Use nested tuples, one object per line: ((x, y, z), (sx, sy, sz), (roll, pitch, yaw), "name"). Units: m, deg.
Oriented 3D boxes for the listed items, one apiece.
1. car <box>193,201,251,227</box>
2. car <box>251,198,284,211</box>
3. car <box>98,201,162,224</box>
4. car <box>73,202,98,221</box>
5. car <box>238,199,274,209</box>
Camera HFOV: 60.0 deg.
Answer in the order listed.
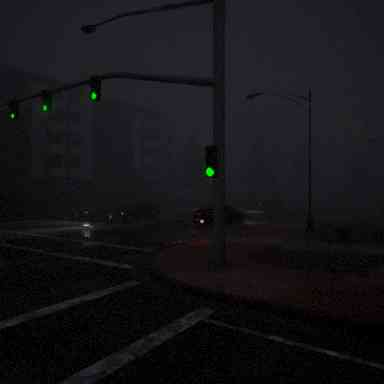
((1.927, 1.527, 22.182), (1.837, 1.490, 4.892), (0, 0, 33), "car")
((9.263, 1.505, 41.006), (4.892, 1.490, 1.837), (0, -1, -36), "car")
((-4.343, 1.488, 25.367), (2.128, 1.511, 4.902), (0, 0, 34), "car")
((-7.398, 1.525, 27.090), (1.812, 1.442, 4.674), (0, 0, 34), "car")
((8.692, 1.601, 44.927), (4.718, 1.301, 1.895), (0, 0, -34), "car")
